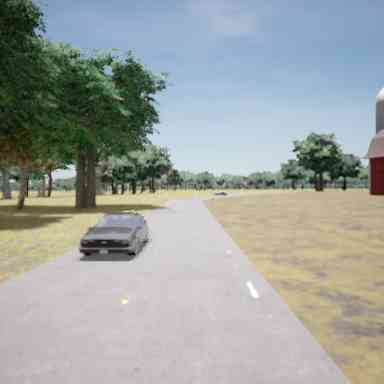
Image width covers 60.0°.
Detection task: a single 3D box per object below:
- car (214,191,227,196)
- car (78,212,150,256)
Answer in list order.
[{"bbox_3d":[7.949,0.488,93.306,1.895,1.301,4.718,0,2,34],"label":"car"},{"bbox_3d":[-2.840,1.545,13.378,2.033,1.411,5.357,0,0,0],"label":"car"}]
